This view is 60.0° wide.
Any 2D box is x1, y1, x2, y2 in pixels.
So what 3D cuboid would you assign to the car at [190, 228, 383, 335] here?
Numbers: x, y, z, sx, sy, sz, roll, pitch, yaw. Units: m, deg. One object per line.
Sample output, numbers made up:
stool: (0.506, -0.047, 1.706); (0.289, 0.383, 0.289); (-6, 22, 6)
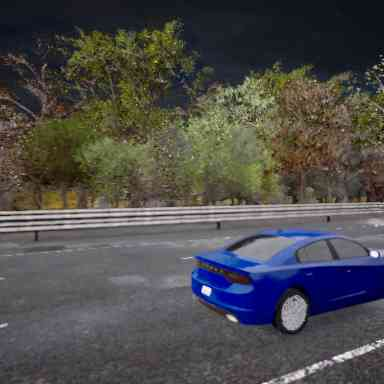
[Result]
car: (2.382, 1.485, 6.718); (5.008, 1.535, 1.882); (0, 0, -30)
